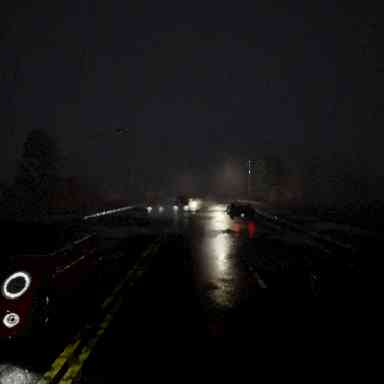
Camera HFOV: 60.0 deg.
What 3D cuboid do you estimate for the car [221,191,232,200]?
[{"bbox_3d":[7.843,0.974,79.146,2.033,1.649,4.856,0,0,7],"label":"car"}]

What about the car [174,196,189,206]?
[{"bbox_3d":[-1.500,1.264,49.481,1.812,1.442,4.674,0,0,4],"label":"car"}]

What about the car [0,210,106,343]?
[{"bbox_3d":[-3.283,1.319,6.661,2.097,1.767,4.553,0,0,1],"label":"car"}]

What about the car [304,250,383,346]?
[{"bbox_3d":[3.394,1.577,5.296,1.895,1.301,4.718,0,0,0],"label":"car"}]

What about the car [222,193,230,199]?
[{"bbox_3d":[9.173,0.940,89.990,1.882,1.535,5.008,0,0,7],"label":"car"}]

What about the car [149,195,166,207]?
[{"bbox_3d":[-4.905,1.228,47.455,1.882,1.535,5.008,0,0,4],"label":"car"}]

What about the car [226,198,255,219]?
[{"bbox_3d":[3.955,1.463,27.598,1.895,1.301,4.718,0,0,2],"label":"car"}]
